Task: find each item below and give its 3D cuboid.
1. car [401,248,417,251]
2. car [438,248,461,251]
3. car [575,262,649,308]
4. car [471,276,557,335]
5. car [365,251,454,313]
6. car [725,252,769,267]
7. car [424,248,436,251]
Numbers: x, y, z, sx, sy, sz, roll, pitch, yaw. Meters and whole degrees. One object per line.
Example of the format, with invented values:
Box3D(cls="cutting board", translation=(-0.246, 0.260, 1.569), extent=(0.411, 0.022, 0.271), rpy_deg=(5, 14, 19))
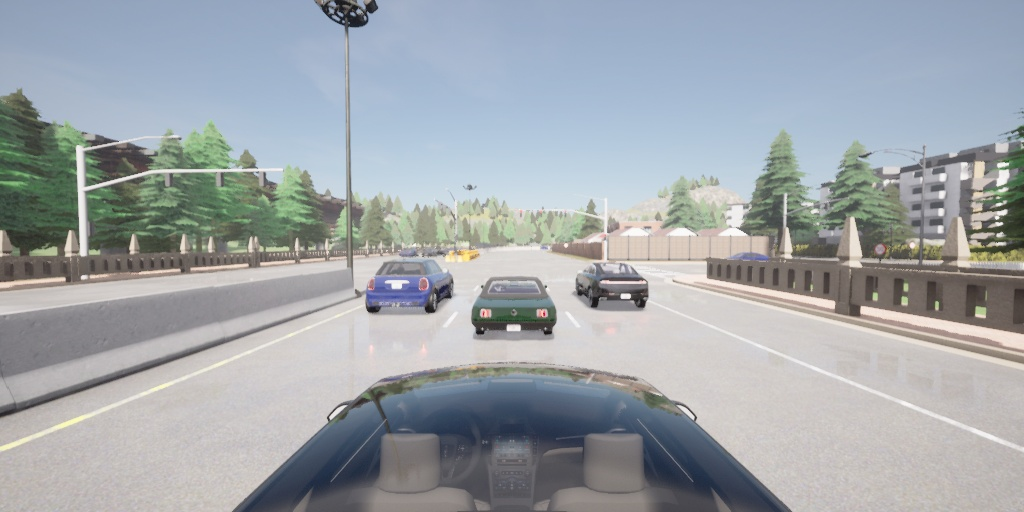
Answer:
Box3D(cls="car", translation=(-17.611, -0.652, 61.114), extent=(2.097, 1.767, 4.553), rpy_deg=(0, 2, 0))
Box3D(cls="car", translation=(-10.620, -0.520, 61.380), extent=(2.128, 1.511, 4.902), rpy_deg=(0, 2, 0))
Box3D(cls="car", translation=(3.603, 0.975, 13.586), extent=(2.128, 1.511, 4.902), rpy_deg=(0, 2, 1))
Box3D(cls="car", translation=(0.057, 1.192, 9.922), extent=(1.895, 1.301, 4.718), rpy_deg=(0, 2, 0))
Box3D(cls="car", translation=(-3.433, 0.854, 12.855), extent=(2.097, 1.767, 4.553), rpy_deg=(0, 2, 0))
Box3D(cls="car", translation=(21.856, 0.382, 33.697), extent=(4.674, 1.442, 1.812), rpy_deg=(0, 2, 2))
Box3D(cls="car", translation=(-14.115, -0.501, 61.212), extent=(1.837, 1.490, 4.892), rpy_deg=(0, 1, 0))
